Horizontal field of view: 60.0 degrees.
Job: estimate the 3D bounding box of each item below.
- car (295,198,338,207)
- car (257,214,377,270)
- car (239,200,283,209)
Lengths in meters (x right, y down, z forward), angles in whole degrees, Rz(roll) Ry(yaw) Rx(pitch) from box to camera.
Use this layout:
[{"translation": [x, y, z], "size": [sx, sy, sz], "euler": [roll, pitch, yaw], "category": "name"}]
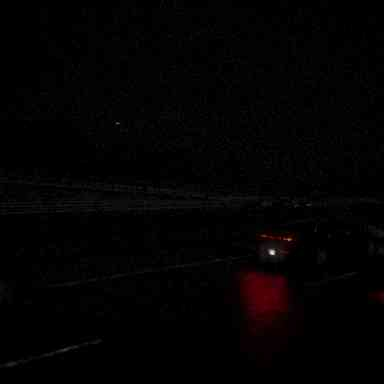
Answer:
[{"translation": [11.501, 1.523, 29.385], "size": [4.674, 1.442, 1.812], "euler": [0, 0, -35], "category": "car"}, {"translation": [4.314, 1.506, 11.120], "size": [4.892, 1.490, 1.837], "euler": [0, 0, -35], "category": "car"}, {"translation": [7.361, 1.545, 35.033], "size": [5.357, 1.411, 2.033], "euler": [0, 0, -35], "category": "car"}]
